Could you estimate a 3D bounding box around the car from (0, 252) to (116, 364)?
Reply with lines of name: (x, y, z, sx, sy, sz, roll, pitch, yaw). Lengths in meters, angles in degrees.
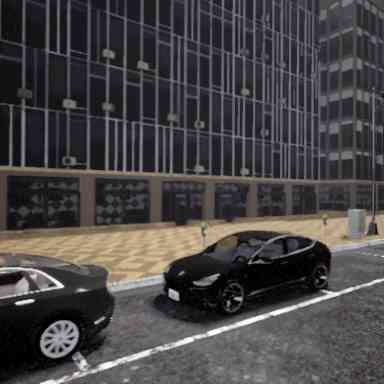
car: (-3.202, 1.550, 4.271, 4.403, 1.369, 2.008, 0, 0, -36)

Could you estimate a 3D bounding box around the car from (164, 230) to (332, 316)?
car: (1.432, 1.582, 7.578, 4.313, 1.339, 1.947, 0, 0, -36)
